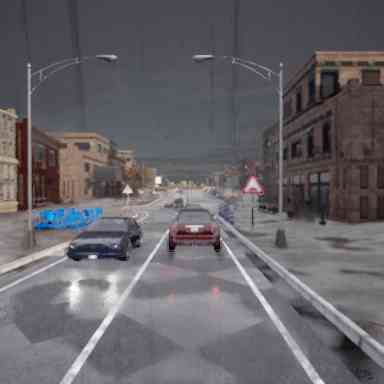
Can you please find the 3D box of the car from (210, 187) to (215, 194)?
[{"bbox_3d":[8.139,0.138,86.561,5.566,2.045,2.435,0,2,-1],"label":"car"}]

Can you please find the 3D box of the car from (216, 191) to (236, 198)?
[{"bbox_3d":[8.177,0.625,81.064,4.674,1.452,2.002,0,2,-1],"label":"car"}]

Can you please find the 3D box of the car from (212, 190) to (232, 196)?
[{"bbox_3d":[8.083,0.297,89.323,5.008,1.535,2.097,0,2,-1],"label":"car"}]

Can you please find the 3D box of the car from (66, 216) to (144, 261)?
[{"bbox_3d":[-3.083,1.673,13.008,2.033,1.411,5.357,0,-1,0],"label":"car"}]

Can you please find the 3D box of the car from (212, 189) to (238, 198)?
[{"bbox_3d":[8.020,0.685,78.304,5.366,1.575,1.946,0,2,-1],"label":"car"}]

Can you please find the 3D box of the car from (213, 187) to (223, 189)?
[{"bbox_3d":[8.110,0.360,83.811,4.553,1.767,2.185,0,2,-1],"label":"car"}]

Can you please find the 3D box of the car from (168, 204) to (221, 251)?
[{"bbox_3d":[0.099,1.498,14.970,2.097,1.767,4.553,0,-1,0],"label":"car"}]

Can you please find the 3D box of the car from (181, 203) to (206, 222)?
[{"bbox_3d":[0.141,1.771,29.920,2.033,1.411,5.357,0,0,1],"label":"car"}]
